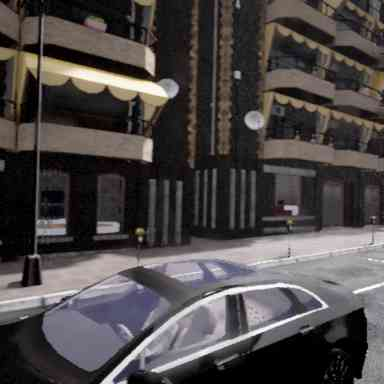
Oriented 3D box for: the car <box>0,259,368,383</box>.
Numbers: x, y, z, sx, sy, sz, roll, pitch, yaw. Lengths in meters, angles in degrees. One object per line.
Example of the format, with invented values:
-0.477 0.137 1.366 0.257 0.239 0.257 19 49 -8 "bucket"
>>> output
-0.215 1.512 3.224 4.902 1.511 2.128 1 -1 -35 "car"
